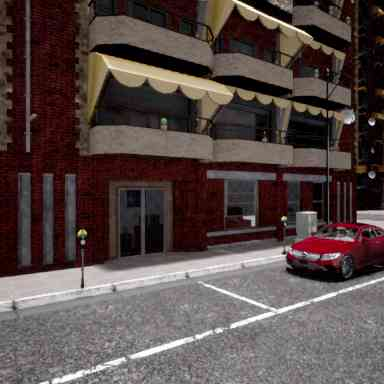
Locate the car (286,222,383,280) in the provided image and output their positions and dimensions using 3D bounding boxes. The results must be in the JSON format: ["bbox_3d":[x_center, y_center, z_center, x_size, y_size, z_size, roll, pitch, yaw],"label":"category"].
[{"bbox_3d":[4.616,1.582,9.901,4.206,1.307,1.802,0,0,-35],"label":"car"}]
